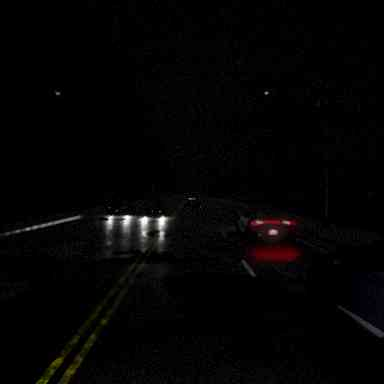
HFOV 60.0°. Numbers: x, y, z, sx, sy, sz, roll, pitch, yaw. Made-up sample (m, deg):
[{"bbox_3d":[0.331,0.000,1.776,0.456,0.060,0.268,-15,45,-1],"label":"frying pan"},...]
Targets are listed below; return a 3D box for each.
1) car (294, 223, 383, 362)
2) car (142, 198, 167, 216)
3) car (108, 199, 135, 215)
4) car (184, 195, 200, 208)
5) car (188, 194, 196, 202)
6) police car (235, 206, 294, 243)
[{"bbox_3d":[3.248,1.402,4.649,2.033,1.649,4.856,0,0,0],"label":"car"},{"bbox_3d":[-3.343,1.358,30.370,1.837,1.490,4.892,0,0,0],"label":"car"},{"bbox_3d":[-6.589,1.375,31.502,1.812,1.442,4.674,0,0,0],"label":"car"},{"bbox_3d":[-0.027,1.384,43.566,1.994,1.385,4.181,0,0,0],"label":"car"},{"bbox_3d":[-0.038,1.300,73.729,1.837,1.490,4.892,0,0,0],"label":"car"},{"bbox_3d":[3.242,1.415,15.651,2.038,1.542,4.974,0,0,0],"label":"police car"}]
